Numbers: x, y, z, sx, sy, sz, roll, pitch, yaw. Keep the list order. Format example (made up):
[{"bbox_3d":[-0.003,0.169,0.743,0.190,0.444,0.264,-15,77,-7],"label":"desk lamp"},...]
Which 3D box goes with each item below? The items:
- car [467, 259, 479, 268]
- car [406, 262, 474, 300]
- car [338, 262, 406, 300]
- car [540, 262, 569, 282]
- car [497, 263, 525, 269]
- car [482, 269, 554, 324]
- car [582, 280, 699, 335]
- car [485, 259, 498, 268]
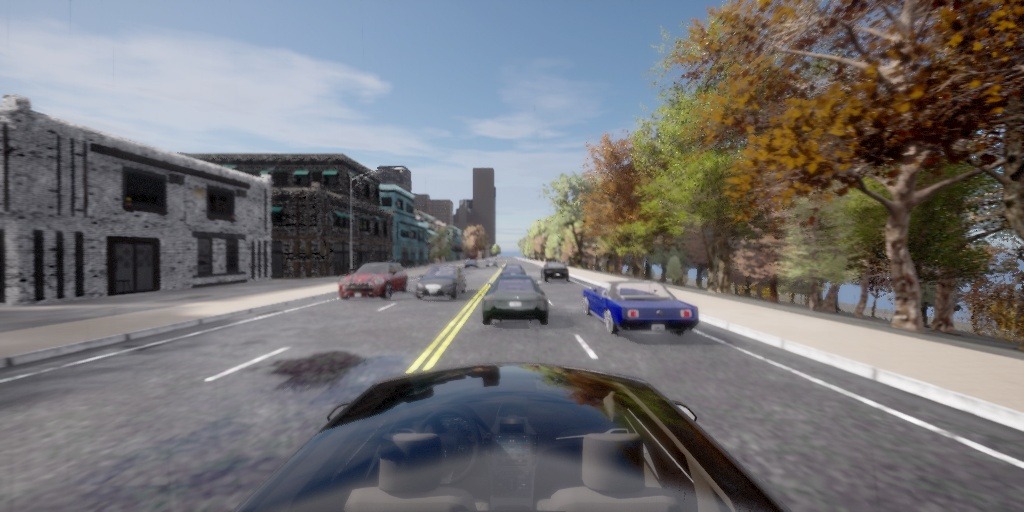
[{"bbox_3d":[-6.541,1.270,59.301,2.033,1.411,5.357,0,0,1],"label":"car"},{"bbox_3d":[-3.350,1.234,17.700,2.128,1.511,4.902,0,0,0],"label":"car"},{"bbox_3d":[-6.599,1.094,17.630,2.097,1.767,4.553,0,0,0],"label":"car"},{"bbox_3d":[3.350,1.215,28.568,1.882,1.535,5.008,0,0,0],"label":"car"},{"bbox_3d":[0.100,1.302,27.719,1.994,1.385,4.181,0,0,0],"label":"car"},{"bbox_3d":[0.099,1.309,11.969,1.994,1.385,4.181,0,0,0],"label":"car"},{"bbox_3d":[3.349,1.347,10.419,1.895,1.301,4.718,0,0,0],"label":"car"},{"bbox_3d":[-3.301,1.215,59.295,2.128,1.511,4.902,0,0,1],"label":"car"}]
